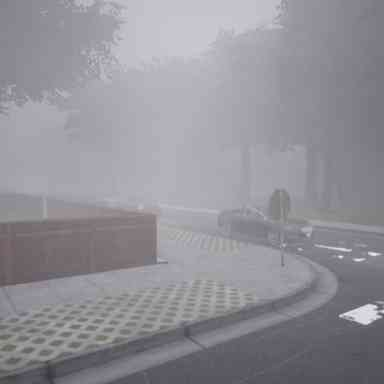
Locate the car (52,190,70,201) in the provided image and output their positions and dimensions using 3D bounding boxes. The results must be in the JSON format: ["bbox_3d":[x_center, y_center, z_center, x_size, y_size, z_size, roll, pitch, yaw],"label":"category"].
[{"bbox_3d":[-16.741,0.481,43.149,1.882,1.535,5.008,-2,3,-35],"label":"car"}]

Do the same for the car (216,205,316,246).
[{"bbox_3d":[3.126,1.353,14.941,2.128,1.511,4.902,-2,2,-35],"label":"car"}]

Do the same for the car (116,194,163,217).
[{"bbox_3d":[-4.002,0.965,25.025,2.097,1.767,4.553,-2,2,-35],"label":"car"}]

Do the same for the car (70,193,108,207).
[{"bbox_3d":[-10.381,0.899,34.067,2.033,1.411,5.357,-2,3,-35],"label":"car"}]
